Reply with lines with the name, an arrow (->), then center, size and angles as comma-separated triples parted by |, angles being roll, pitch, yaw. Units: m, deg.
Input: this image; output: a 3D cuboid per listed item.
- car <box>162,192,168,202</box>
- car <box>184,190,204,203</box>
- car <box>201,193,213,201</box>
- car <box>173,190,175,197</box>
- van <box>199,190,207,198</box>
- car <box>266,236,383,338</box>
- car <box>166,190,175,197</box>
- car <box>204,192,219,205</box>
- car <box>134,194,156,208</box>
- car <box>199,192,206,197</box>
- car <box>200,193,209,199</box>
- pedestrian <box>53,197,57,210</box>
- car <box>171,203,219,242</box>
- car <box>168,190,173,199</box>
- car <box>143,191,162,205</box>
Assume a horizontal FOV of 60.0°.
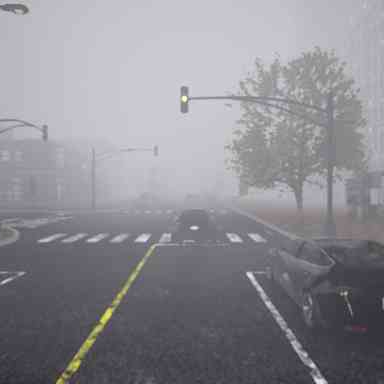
car -> -5.680, 0.979, 55.609 | 2.008, 1.369, 4.403 | 0, 1, 0
car -> 0.104, 0.919, 42.088 | 2.097, 1.767, 4.553 | 0, 1, 0
car -> 2.700, 0.923, 61.161 | 2.008, 1.369, 4.403 | 0, 1, 0
car -> -5.677, 0.696, 83.362 | 2.008, 1.369, 4.403 | 0, 1, 0
van -> 2.705, 0.487, 83.361 | 1.690, 1.788, 3.998 | 0, 1, 0
car -> 2.694, 1.498, 6.481 | 1.947, 1.339, 4.313 | 0, 1, 0
car -> -5.675, 0.404, 88.910 | 2.192, 1.841, 5.009 | 0, 1, 0
car -> 2.699, 1.066, 44.678 | 1.752, 1.417, 4.829 | 0, 1, 0
car -> -5.682, 1.181, 38.956 | 1.802, 1.307, 4.206 | 0, 1, 0
car -> 2.705, 0.613, 89.084 | 1.752, 1.417, 4.829 | 0, 1, 0
car -> 2.702, 0.825, 72.262 | 1.947, 1.339, 4.313 | 0, 1, 0
pedestrian -> -12.746, 0.997, 30.958 | 0.375, 1.300, 0.375 | 0, 0, -1
car -> 0.101, 1.404, 15.453 | 1.994, 1.385, 4.181 | 0, 1, 0
car -> -5.678, 0.786, 72.090 | 1.752, 1.417, 4.829 | 0, 1, 0
car -> -5.680, 0.857, 44.504 | 2.192, 1.841, 5.009 | 0, 1, 0
